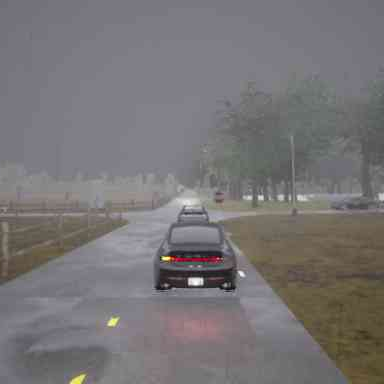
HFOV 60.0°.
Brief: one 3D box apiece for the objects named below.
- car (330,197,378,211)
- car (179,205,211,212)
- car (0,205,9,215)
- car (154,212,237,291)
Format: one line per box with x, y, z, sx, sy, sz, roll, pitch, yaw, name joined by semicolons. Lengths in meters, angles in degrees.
17.447;1.278;35.959;4.892;1.490;1.837;-1;-1;0;car
0.152;1.539;21.070;2.128;1.511;4.902;0;0;2;car
-20.810;1.566;32.878;4.902;1.511;2.128;0;-1;0;car
0.083;1.529;9.049;1.837;1.490;4.892;0;0;0;car
